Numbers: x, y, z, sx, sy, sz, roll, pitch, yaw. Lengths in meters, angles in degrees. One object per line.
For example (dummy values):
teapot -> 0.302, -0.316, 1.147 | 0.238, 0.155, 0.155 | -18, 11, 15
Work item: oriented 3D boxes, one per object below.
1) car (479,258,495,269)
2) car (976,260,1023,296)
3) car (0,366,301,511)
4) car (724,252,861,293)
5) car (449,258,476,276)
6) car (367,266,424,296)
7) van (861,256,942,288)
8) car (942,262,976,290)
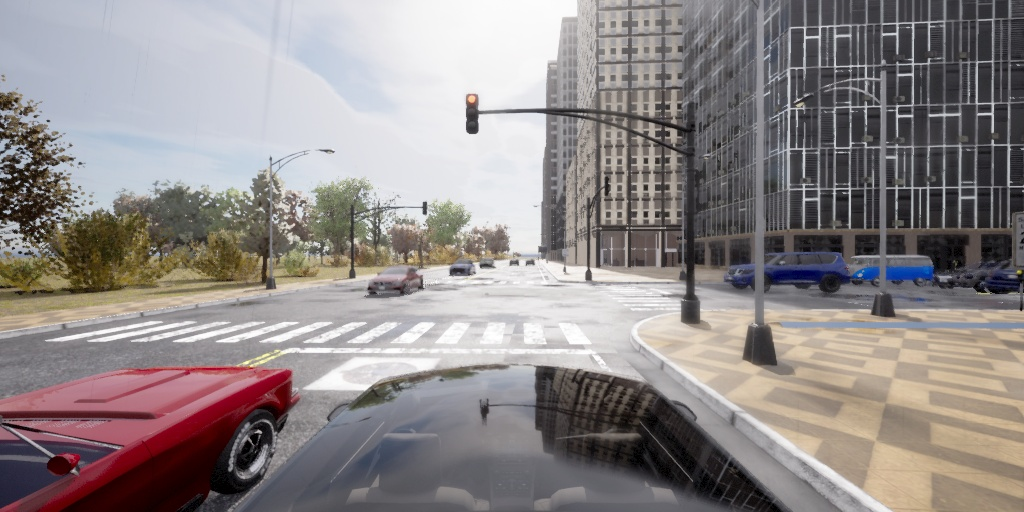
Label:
car -> -3.906, 1.102, 56.411 | 2.097, 1.767, 4.553 | 0, 0, 4
car -> 23.447, 0.877, 15.106 | 4.553, 1.767, 2.097 | 0, 0, 4
car -> -3.117, 1.351, 1.574 | 1.895, 1.301, 4.718 | 0, 0, 0
car -> 14.382, 0.810, 18.926 | 5.566, 2.045, 2.150 | 0, 0, 4
car -> -5.080, 1.096, 37.134 | 2.097, 1.767, 4.553 | 0, 0, 3
car -> -6.106, 1.255, 19.444 | 1.812, 1.442, 4.674 | 0, 0, 3
van -> 22.094, 0.856, 21.119 | 3.998, 1.789, 1.690 | 0, 0, 4
car -> 24.583, 0.996, 18.226 | 4.902, 1.511, 2.128 | 0, 0, 4
